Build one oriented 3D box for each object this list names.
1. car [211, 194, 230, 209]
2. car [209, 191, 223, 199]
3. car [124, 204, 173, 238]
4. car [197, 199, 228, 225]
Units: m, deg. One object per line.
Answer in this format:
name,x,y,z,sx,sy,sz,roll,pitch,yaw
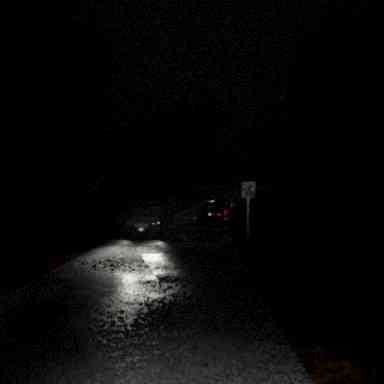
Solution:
car,3.852,1.349,42.014,1.895,1.301,4.718,1,2,10
car,4.371,0.633,59.046,2.033,1.411,5.357,2,3,14
car,-2.114,1.414,17.374,2.128,1.511,4.902,0,0,4
car,1.373,1.490,23.744,2.033,1.411,5.357,0,0,6
